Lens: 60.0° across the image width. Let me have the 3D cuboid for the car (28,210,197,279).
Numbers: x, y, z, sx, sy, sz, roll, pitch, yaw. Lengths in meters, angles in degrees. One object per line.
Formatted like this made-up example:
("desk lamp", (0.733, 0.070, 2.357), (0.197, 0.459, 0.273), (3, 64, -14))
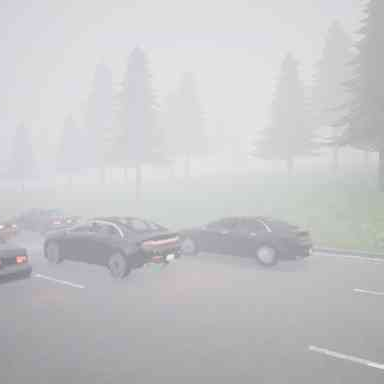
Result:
("car", (-2.536, 1.491, 10.084), (4.902, 1.511, 2.128), (0, 0, 35))

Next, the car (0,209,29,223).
("car", (-10.303, 1.547, 15.641), (5.357, 1.411, 2.033), (0, 0, 33))

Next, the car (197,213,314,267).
("car", (1.610, 1.506, 11.435), (4.892, 1.490, 1.837), (0, 0, 36))

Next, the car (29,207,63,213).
("car", (-8.194, 1.547, 18.358), (5.357, 1.411, 2.033), (0, 0, 38))

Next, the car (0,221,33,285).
("car", (-6.188, 1.547, 8.383), (5.357, 1.411, 2.033), (0, 0, 35))
